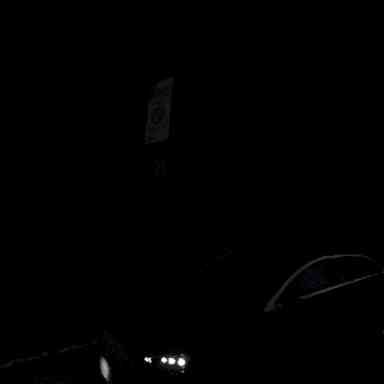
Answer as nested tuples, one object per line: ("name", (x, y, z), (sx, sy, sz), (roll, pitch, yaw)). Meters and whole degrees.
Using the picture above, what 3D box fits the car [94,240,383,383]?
("car", (1.189, 1.498, 4.652), (4.902, 1.511, 2.128), (0, 0, -33))
